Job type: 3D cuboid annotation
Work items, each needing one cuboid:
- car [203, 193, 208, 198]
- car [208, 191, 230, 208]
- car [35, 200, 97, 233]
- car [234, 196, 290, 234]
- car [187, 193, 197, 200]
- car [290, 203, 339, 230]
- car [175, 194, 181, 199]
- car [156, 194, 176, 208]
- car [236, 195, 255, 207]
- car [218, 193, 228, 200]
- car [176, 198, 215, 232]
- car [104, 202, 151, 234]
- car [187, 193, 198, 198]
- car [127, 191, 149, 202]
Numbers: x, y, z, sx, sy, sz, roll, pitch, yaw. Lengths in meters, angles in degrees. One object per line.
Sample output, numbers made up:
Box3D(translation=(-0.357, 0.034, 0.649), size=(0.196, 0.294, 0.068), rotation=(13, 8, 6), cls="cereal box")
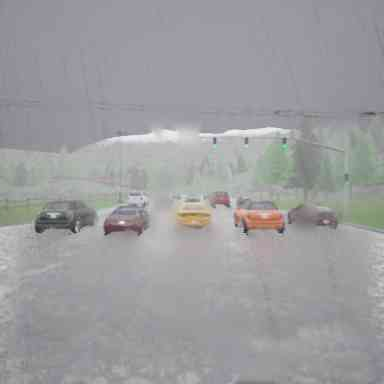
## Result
Box3D(translation=(3.498, 1.013, 74.919), size=(1.812, 1.442, 4.674), rotation=(0, 0, 0), cls="car")
Box3D(translation=(3.598, 0.928, 42.933), size=(2.150, 2.045, 5.566), rotation=(0, 0, 0), cls="car")
Box3D(translation=(-6.901, 1.224, 18.697), size=(2.097, 1.767, 4.553), rotation=(0, 0, 0), cls="car")
Box3D(translation=(3.600, 1.225, 18.528), size=(2.097, 1.767, 4.553), rotation=(0, 0, 0), cls="car")
Box3D(translation=(-0.002, 1.019, 76.386), size=(2.033, 1.411, 5.357), rotation=(0, 0, 0), cls="car")
Box3D(translation=(7.099, 1.389, 19.881), size=(1.812, 1.442, 4.674), rotation=(0, 0, 0), cls="car")
Box3D(translation=(-3.502, 1.041, 75.003), size=(1.994, 1.385, 4.181), rotation=(0, 0, 0), cls="car")
Box3D(translation=(-3.402, 1.313, 42.073), size=(1.895, 1.301, 4.718), rotation=(0, 0, 0), cls="car")
Box3D(translation=(7.098, 1.221, 44.630), size=(1.812, 1.442, 4.674), rotation=(0, 0, 0), cls="car")
Box3D(translation=(6.998, 1.003, 76.353), size=(1.812, 1.442, 4.674), rotation=(0, 0, 0), cls="car")
Box3D(translation=(0.099, 1.346, 19.158), size=(1.882, 1.535, 5.008), rotation=(0, 0, 0), cls="car")
Box3D(translation=(-3.401, 1.440, 18.137), size=(1.994, 1.385, 4.181), rotation=(0, 0, 0), cls="car")
Box3D(translation=(0.085, 1.221, 44.636), size=(1.812, 1.442, 4.674), rotation=(0, 0, 0), cls="car")
Box3D(translation=(-6.903, 0.929, 42.877), size=(2.150, 2.045, 5.566), rotation=(0, 0, 0), cls="car")
